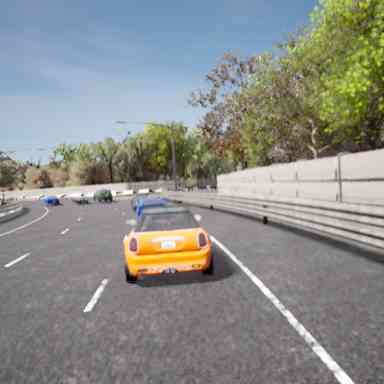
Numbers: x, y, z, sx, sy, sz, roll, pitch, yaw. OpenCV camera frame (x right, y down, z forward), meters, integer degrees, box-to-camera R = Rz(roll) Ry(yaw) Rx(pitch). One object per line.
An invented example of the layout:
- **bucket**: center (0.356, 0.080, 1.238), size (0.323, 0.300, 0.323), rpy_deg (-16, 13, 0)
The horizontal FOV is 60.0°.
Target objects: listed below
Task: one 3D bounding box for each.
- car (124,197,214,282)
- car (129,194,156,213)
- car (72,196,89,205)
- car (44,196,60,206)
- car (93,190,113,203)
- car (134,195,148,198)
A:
- **car**: center (-0.737, 1.168, 9.630), size (2.097, 1.767, 4.553), rpy_deg (-4, 1, -5)
- **car**: center (-4.893, 1.014, 32.100), size (2.033, 1.411, 5.357), rpy_deg (-4, 2, -14)
- **car**: center (-17.656, 1.292, 52.371), size (1.895, 1.301, 4.718), rpy_deg (-4, 2, -29)
- **car**: center (-23.097, 1.434, 54.656), size (1.882, 1.535, 5.008), rpy_deg (-4, 2, -31)
- **car**: center (-14.476, 0.684, 53.779), size (2.150, 2.045, 5.566), rpy_deg (-4, 2, -29)
- **car**: center (-2.784, 1.065, 22.826), size (1.882, 1.535, 5.008), rpy_deg (-4, 2, -11)
